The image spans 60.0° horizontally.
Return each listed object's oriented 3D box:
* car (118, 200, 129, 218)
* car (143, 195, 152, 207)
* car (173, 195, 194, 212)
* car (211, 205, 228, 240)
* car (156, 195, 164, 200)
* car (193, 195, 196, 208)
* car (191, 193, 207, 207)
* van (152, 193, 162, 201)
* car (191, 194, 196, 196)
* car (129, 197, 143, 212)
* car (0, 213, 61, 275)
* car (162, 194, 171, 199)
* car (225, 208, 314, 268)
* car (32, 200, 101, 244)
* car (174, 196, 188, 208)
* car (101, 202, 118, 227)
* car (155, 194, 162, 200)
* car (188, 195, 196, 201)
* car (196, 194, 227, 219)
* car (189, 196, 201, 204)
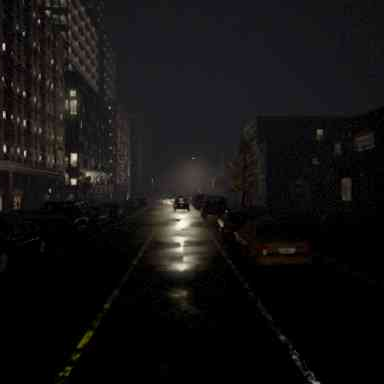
[{"bbox_3d":[-6.604,1.518,27.002,1.887,1.381,4.507,0,0,-2],"label":"car"},{"bbox_3d":[-7.402,1.483,49.136,1.947,1.339,4.313,0,0,-2],"label":"car"},{"bbox_3d":[-1.181,1.440,37.349,2.033,1.411,5.357,-1,0,-3],"label":"car"},{"bbox_3d":[2.171,1.508,16.235,1.802,1.307,4.206,0,0,-2],"label":"car"},{"bbox_3d":[-8.998,1.408,93.403,1.802,1.307,4.206,0,0,-2],"label":"car"},{"bbox_3d":[1.365,1.391,38.539,1.752,1.417,4.829,0,0,-2],"label":"car"},{"bbox_3d":[0.971,1.154,49.435,2.192,1.841,5.009,0,0,-2],"label":"car"},{"bbox_3d":[-8.402,1.197,76.802,1.690,1.788,3.998,0,0,-2],"label":"van"},{"bbox_3d":[1.171,1.167,43.902,2.192,1.841,5.009,0,0,-2],"label":"car"},{"bbox_3d":[-6.997,1.470,37.900,1.752,1.417,4.829,0,0,-2],"label":"car"},{"bbox_3d":[-6.005,1.571,10.402,2.008,1.369,4.403,0,0,-2],"label":"car"},{"bbox_3d":[-5.736,1.269,77.489,2.128,1.511,4.902,-1,0,-2],"label":"car"},{"bbox_3d":[2.363,1.467,10.871,1.752,1.417,4.829,0,0,-2],"label":"car"},{"bbox_3d":[-6.206,1.319,15.935,2.192,1.841,5.009,0,0,-2],"label":"car"},{"bbox_3d":[-1.580,1.372,48.313,1.837,1.490,4.892,-1,0,-2],"label":"car"},{"bbox_3d":[-6.404,1.539,21.469,2.008,1.369,4.403,0,0,-2],"label":"car"},{"bbox_3d":[-8.793,1.361,87.700,1.752,1.417,4.829,0,0,-2],"label":"car"},{"bbox_3d":[-0.025,1.360,77.103,1.802,1.307,4.206,0,0,-2],"label":"car"},{"bbox_3d":[1.770,1.210,27.301,2.192,1.841,5.009,0,0,-2],"label":"car"},{"bbox_3d":[0.573,1.379,60.502,1.947,1.339,4.313,0,0,-2],"label":"car"}]
